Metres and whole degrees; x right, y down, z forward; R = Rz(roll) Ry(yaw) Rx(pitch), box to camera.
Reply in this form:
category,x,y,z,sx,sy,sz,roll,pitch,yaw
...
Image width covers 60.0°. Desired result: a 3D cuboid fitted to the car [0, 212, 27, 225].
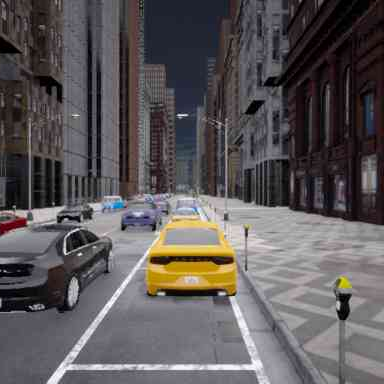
category,x,y,z,sx,sy,sz,roll,pitch,yaw
car,-8.910,1.547,14.449,1.887,1.381,4.507,0,0,0

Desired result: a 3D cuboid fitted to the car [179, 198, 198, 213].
category,x,y,z,sx,sy,sz,roll,pitch,yaw
car,-0.386,1.453,37.008,1.967,1.590,4.097,0,0,0

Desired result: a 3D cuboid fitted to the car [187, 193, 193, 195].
category,x,y,z,sx,sy,sz,roll,pitch,yaw
car,-0.386,1.465,59.552,1.967,1.590,4.097,0,0,0

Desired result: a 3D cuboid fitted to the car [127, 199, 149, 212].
category,x,y,z,sx,sy,sz,roll,pitch,yaw
car,-6.220,1.540,39.089,1.812,1.442,4.674,0,0,0

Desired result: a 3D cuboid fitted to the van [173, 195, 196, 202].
category,x,y,z,sx,sy,sz,roll,pitch,yaw
van,-0.386,1.348,25.735,1.690,1.788,3.998,0,0,0

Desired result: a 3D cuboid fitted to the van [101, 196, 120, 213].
category,x,y,z,sx,sy,sz,roll,pitch,yaw
van,-8.911,1.354,36.996,1.690,1.788,3.998,0,0,0

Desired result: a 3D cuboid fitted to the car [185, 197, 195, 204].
category,x,y,z,sx,sy,sz,roll,pitch,yaw
car,-0.385,1.594,65.189,1.947,1.339,4.313,0,0,0

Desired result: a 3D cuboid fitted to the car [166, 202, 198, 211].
category,x,y,z,sx,sy,sz,roll,pitch,yaw
car,-0.385,1.530,20.269,1.752,1.417,4.829,0,0,0

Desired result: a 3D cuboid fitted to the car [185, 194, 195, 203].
category,x,y,z,sx,sy,sz,roll,pitch,yaw
car,-0.386,1.346,70.826,2.192,1.841,5.009,0,0,0

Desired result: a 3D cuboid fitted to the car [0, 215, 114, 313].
category,x,y,z,sx,sy,sz,roll,pitch,yaw
car,-3.146,1.505,7.670,1.837,1.490,4.892,0,0,0

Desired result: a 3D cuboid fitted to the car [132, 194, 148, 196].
category,x,y,z,sx,sy,sz,roll,pitch,yaw
car,-8.911,1.337,53.906,2.192,1.841,5.009,0,0,0

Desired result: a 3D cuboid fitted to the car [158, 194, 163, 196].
category,x,y,z,sx,sy,sz,roll,pitch,yaw
car,-8.911,1.478,82.090,1.967,1.590,4.097,0,0,0

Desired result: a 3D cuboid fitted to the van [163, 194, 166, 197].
category,x,y,z,sx,sy,sz,roll,pitch,yaw
van,-8.911,1.385,93.363,1.690,1.788,3.998,0,0,0

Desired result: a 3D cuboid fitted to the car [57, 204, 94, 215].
category,x,y,z,sx,sy,sz,roll,pitch,yaw
car,-8.910,1.573,25.722,1.947,1.339,4.313,0,0,0

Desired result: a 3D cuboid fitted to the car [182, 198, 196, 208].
category,x,y,z,sx,sy,sz,roll,pitch,yaw
car,-0.385,1.570,48.280,2.008,1.369,4.403,0,0,0

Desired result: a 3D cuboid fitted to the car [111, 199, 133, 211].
category,x,y,z,sx,sy,sz,roll,pitch,yaw
car,-8.910,1.582,42.633,1.947,1.339,4.313,0,0,0

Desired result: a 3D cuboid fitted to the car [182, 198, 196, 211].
category,x,y,z,sx,sy,sz,roll,pitch,yaw
car,-0.385,1.541,42.814,1.752,1.417,4.829,0,0,0

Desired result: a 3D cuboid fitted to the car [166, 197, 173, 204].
category,x,y,z,sx,sy,sz,roll,pitch,yaw
car,-3.100,1.559,33.979,2.033,1.411,5.357,0,0,1

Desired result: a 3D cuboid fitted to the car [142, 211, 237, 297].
category,x,y,z,sx,sy,sz,roll,pitch,yaw
car,-0.006,1.478,8.650,1.882,1.535,5.008,0,0,0

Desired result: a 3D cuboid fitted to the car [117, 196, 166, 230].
category,x,y,z,sx,sy,sz,roll,pitch,yaw
car,-3.085,1.359,21.194,2.097,1.767,4.553,0,0,0

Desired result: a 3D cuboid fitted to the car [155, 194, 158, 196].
category,x,y,z,sx,sy,sz,roll,pitch,yaw
car,-8.911,1.471,70.817,1.967,1.590,4.097,0,0,0

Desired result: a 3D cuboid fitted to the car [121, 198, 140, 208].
category,x,y,z,sx,sy,sz,roll,pitch,yaw
car,-8.910,1.585,48.269,1.947,1.339,4.313,0,0,0

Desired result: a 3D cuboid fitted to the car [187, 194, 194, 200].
category,x,y,z,sx,sy,sz,roll,pitch,yaw
car,-0.386,1.484,93.370,1.967,1.590,4.097,0,0,0
